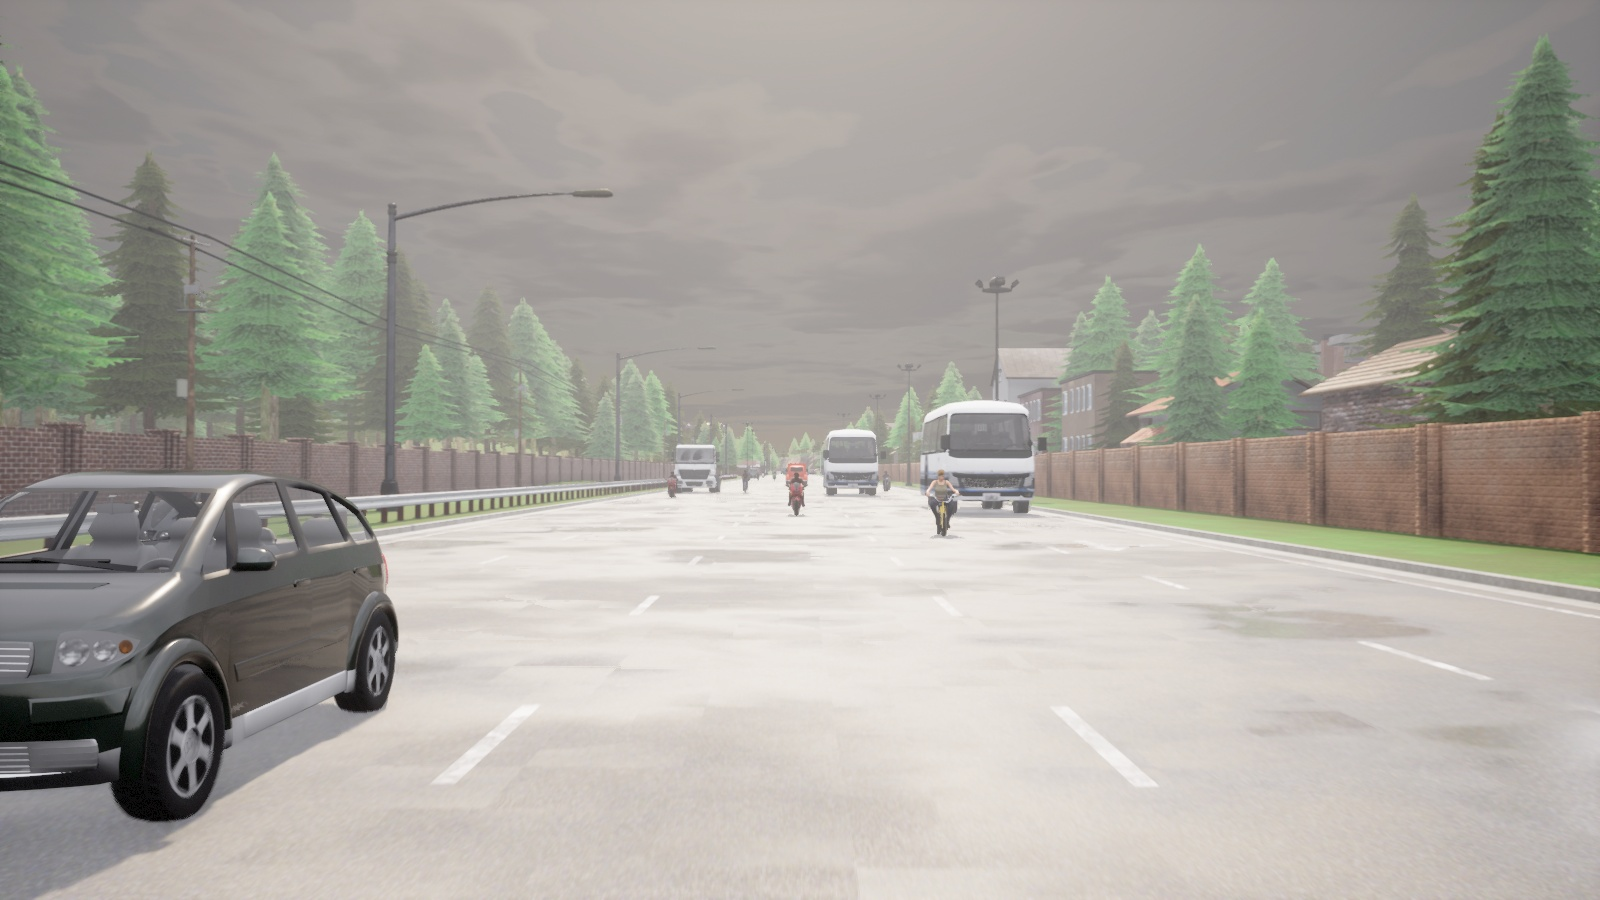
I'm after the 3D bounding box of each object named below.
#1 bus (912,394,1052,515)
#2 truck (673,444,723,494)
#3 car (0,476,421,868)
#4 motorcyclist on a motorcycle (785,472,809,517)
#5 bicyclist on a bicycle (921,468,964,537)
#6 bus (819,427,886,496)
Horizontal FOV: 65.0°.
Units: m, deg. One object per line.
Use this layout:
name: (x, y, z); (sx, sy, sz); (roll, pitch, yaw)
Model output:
bus: (6.872, 0.237, 49.385); (3.944, 4.253, 10.273); (0, -1, 0)
truck: (-7.226, 1.365, 89.778); (2.891, 3.462, 7.936); (0, -1, 0)
car: (-3.517, 0.922, 6.854); (1.789, 1.549, 3.705); (0, -1, 0)
motorcyclist on a motorcycle: (-0.109, 1.531, 43.817); (0.797, 1.523, 2.044); (0, -1, 0)
bicyclist on a bicycle: (3.424, 1.244, 30.251); (0.866, 1.612, 1.509); (0, -1, 0)
bus: (3.290, 0.807, 82.550); (3.944, 4.253, 10.273); (0, -1, 0)
